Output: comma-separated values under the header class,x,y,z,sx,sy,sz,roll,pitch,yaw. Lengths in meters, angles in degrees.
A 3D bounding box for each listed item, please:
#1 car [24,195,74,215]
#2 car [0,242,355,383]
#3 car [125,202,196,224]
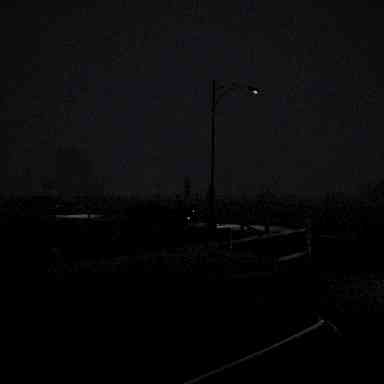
class,x,y,z,sx,sy,sz,roll,pitch,yaw
car,-12.151,1.031,28.193,5.008,1.535,1.882,1,0,31
car,-0.886,1.352,2.315,4.553,1.767,2.097,0,0,-36
car,-2.112,1.311,22.213,4.718,1.301,1.895,1,0,30
